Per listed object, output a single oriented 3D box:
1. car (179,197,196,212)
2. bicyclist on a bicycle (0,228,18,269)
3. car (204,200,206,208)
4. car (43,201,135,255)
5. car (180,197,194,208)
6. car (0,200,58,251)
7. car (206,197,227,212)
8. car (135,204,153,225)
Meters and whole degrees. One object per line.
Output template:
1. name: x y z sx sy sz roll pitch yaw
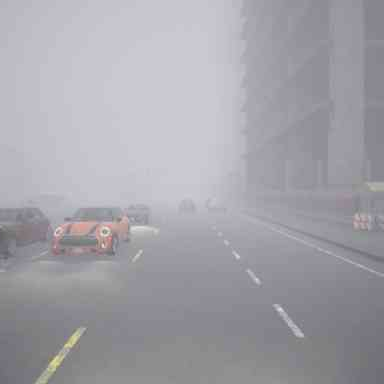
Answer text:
1. car: -0.530 1.567 38.741 1.994 1.385 4.181 0 0 -1
2. bicyclist on a bicycle: -5.921 1.456 9.699 1.656 1.620 0.582 -2 0 -1
3. car: 2.811 1.508 49.274 1.837 1.490 4.892 0 0 -1
4. car: -3.787 1.353 13.197 2.097 1.767 4.553 0 0 -1
5. car: -0.738 1.481 48.562 1.882 1.535 5.008 0 0 0
6. car: -7.274 1.354 12.930 2.097 1.767 4.553 0 0 -1
7. car: 2.987 1.528 39.427 1.812 1.442 4.674 0 0 0
8. car: -3.900 1.565 23.631 1.994 1.385 4.181 0 0 0
